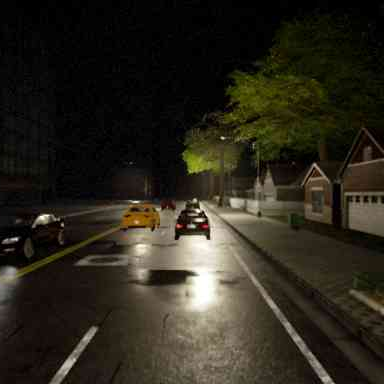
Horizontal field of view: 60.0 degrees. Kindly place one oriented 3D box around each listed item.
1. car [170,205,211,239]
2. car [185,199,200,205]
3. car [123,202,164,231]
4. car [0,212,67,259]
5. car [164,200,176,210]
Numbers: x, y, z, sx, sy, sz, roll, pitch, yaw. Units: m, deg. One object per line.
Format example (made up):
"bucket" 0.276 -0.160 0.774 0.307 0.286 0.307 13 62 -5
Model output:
"car" 0.044 1.637 17.775 2.033 1.411 5.357 0 0 1
"car" 0.090 1.737 45.665 2.128 1.511 4.902 0 0 0
"car" -3.155 1.586 21.483 1.882 1.535 5.008 0 0 0
"car" -6.505 1.556 12.950 2.128 1.511 4.902 0 0 0
"car" -3.158 1.770 45.286 1.812 1.442 4.674 0 0 0
